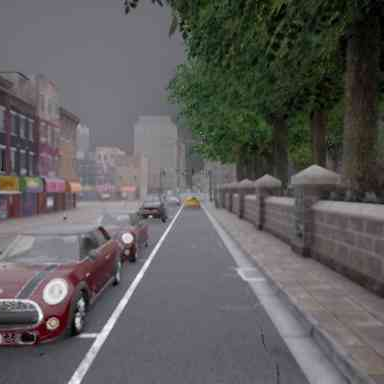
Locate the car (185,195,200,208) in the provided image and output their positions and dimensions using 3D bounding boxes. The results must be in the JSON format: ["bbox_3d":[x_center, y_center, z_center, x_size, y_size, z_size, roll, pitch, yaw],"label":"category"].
[{"bbox_3d":[0.055,1.256,42.911,1.882,1.535,5.008,0,0,1],"label":"car"}]

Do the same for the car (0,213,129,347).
[{"bbox_3d":[-2.646,1.406,6.391,1.967,1.590,4.097,0,0,0],"label":"car"}]

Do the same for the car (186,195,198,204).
[{"bbox_3d":[0.016,1.257,56.368,2.033,1.411,5.357,0,0,0],"label":"car"}]

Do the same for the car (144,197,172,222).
[{"bbox_3d":[-2.744,1.379,24.582,1.837,1.490,4.892,0,0,0],"label":"car"}]

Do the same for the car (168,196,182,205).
[{"bbox_3d":[-2.626,1.298,51.945,1.947,1.339,4.313,0,0,0],"label":"car"}]

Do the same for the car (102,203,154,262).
[{"bbox_3d":[-2.644,1.379,11.662,1.967,1.590,4.097,0,0,0],"label":"car"}]

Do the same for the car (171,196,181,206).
[{"bbox_3d":[-2.627,1.333,48.282,1.802,1.307,4.206,0,0,0],"label":"car"}]

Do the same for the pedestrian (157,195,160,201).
[{"bbox_3d":[-2.744,1.152,27.527,0.375,1.860,0.375,0,0,0],"label":"pedestrian"}]
